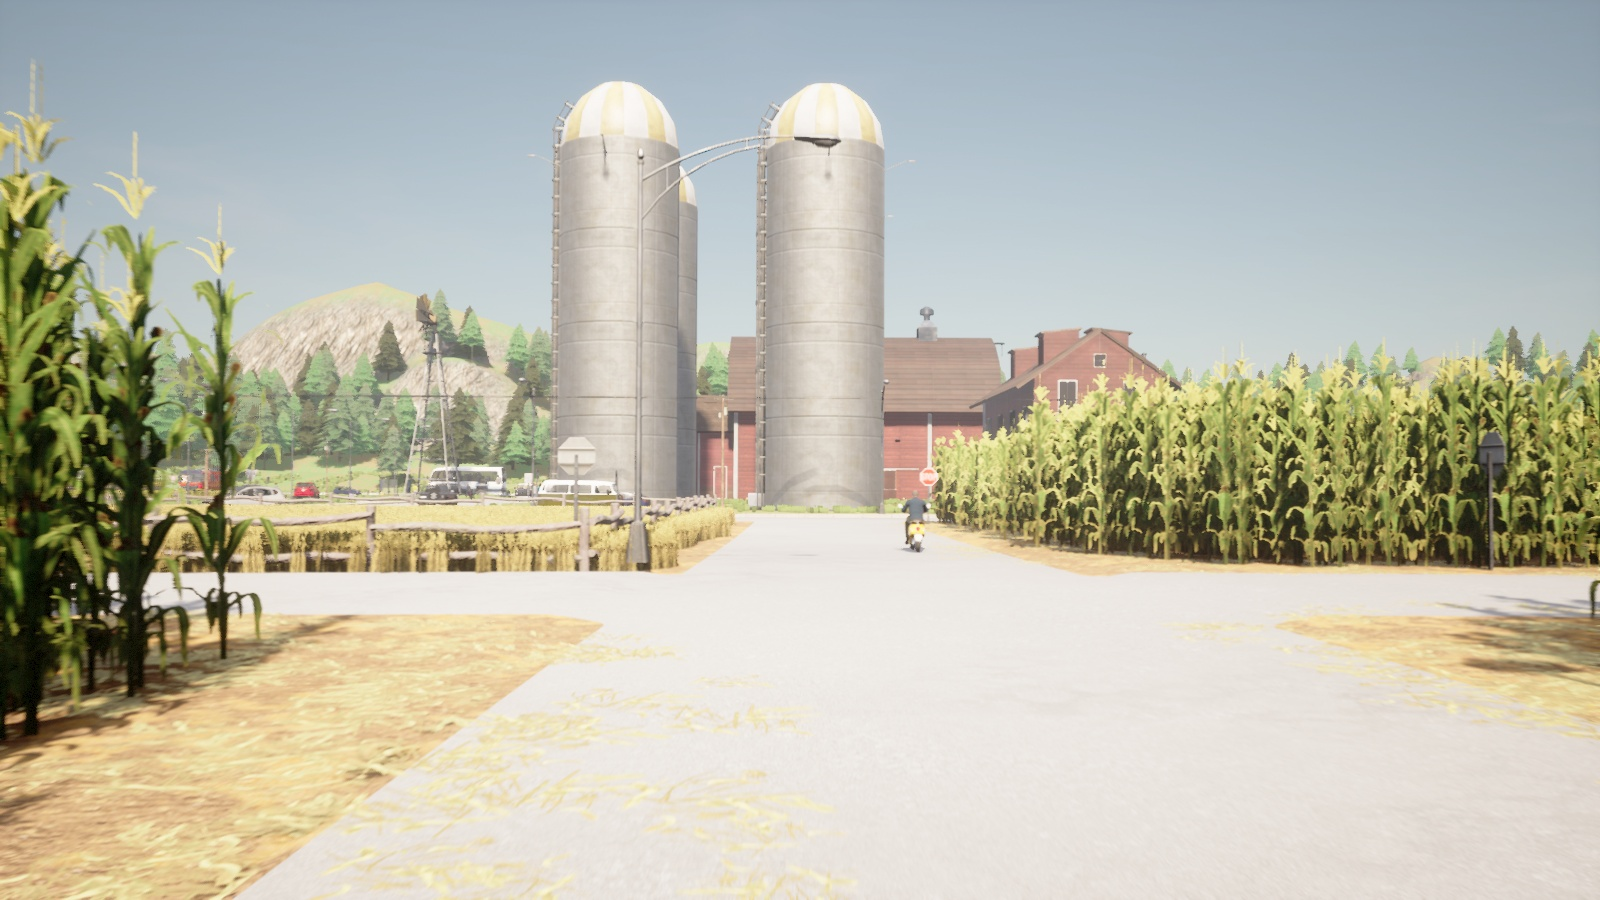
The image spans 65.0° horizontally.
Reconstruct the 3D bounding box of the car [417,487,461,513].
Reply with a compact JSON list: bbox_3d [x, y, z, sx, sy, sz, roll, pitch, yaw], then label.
[{"bbox_3d":[-26.253,3.604,91.460,1.932,1.855,4.605,0,-2,-1],"label":"car"}]

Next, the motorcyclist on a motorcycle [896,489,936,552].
[{"bbox_3d":[3.022,1.826,32.869,0.866,1.590,1.817,0,-2,0],"label":"motorcyclist on a motorcycle"}]

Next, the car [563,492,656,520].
[{"bbox_3d":[-10.449,3.062,69.122,4.792,1.488,2.163,0,-2,1],"label":"car"}]

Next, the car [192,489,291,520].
[{"bbox_3d":[-31.585,3.051,71.161,2.242,1.667,4.611,-1,-2,37],"label":"car"}]

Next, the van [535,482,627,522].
[{"bbox_3d":[-11.410,2.685,65.656,4.480,2.038,2.069,0,-2,0],"label":"van"}]
